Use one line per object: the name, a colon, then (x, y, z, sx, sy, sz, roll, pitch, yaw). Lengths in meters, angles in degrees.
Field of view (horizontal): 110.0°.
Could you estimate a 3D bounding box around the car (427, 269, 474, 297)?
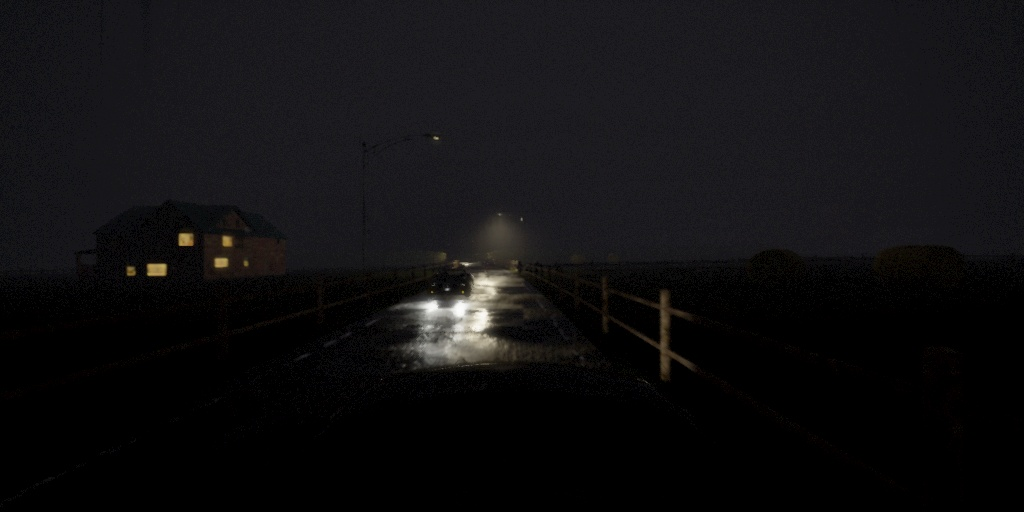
car: (-3.046, 1.353, 18.544, 1.994, 1.385, 4.181, 0, 0, -2)
